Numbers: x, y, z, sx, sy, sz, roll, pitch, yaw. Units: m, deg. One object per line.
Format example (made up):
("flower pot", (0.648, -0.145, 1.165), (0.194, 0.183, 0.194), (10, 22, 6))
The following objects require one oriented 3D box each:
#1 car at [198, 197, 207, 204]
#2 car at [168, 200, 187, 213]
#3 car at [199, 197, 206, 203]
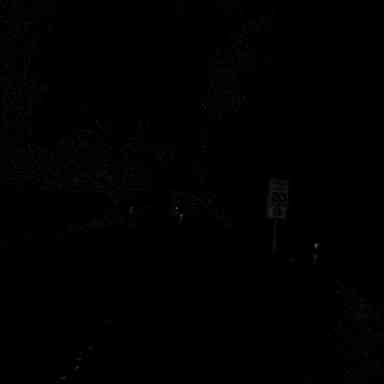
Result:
("car", (2.486, 1.932, 78.509), (2.097, 1.767, 4.553), (5, 0, 2))
("car", (-1.596, 1.621, 38.843), (1.994, 1.385, 4.181), (5, 0, 2))
("car", (2.814, 2.087, 88.544), (1.812, 1.442, 4.674), (5, 0, 2))
